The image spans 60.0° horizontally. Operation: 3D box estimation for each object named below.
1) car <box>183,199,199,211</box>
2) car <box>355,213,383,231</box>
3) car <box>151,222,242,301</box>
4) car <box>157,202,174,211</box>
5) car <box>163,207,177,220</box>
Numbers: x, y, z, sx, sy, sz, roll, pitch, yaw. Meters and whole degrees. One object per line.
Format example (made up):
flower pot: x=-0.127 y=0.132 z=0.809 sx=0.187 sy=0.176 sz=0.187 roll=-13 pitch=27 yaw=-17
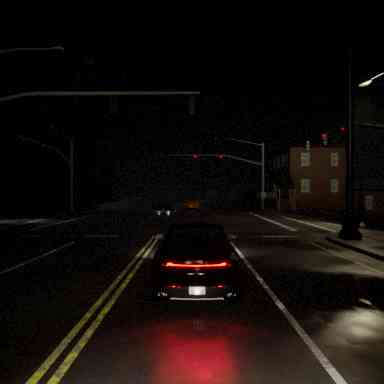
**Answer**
car: x=-0.104 y=1.641 z=41.132 sx=1.882 sy=1.535 sz=5.008 roll=0 pitch=-4 yaw=0
car: x=15.811 y=2.563 z=28.814 sx=4.892 sy=1.490 sz=1.837 roll=8 pitch=0 yaw=0
car: x=0.088 y=1.505 z=8.325 sx=1.837 sy=1.490 sz=4.892 roll=0 pitch=0 yaw=0
car: x=-3.662 y=2.056 z=45.623 sx=2.033 sy=1.411 sz=5.357 roll=0 pitch=-4 yaw=0
car: x=-3.674 y=3.615 z=55.725 sx=2.033 sy=1.411 sz=5.357 roll=0 pitch=-12 yaw=0
